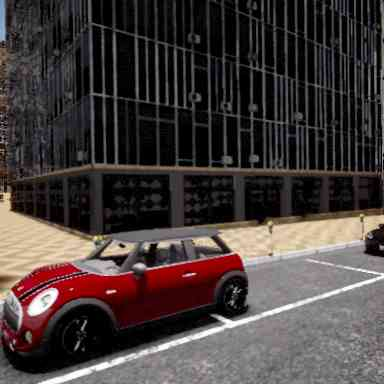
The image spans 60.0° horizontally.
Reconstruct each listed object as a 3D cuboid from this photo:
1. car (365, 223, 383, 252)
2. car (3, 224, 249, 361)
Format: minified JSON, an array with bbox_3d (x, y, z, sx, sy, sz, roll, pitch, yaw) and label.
[{"bbox_3d":[8.211,1.507,12.389,4.313,1.339,1.947,0,-1,-35],"label":"car"},{"bbox_3d":[-0.981,1.430,5.835,4.097,1.590,1.967,0,-1,-35],"label":"car"}]
